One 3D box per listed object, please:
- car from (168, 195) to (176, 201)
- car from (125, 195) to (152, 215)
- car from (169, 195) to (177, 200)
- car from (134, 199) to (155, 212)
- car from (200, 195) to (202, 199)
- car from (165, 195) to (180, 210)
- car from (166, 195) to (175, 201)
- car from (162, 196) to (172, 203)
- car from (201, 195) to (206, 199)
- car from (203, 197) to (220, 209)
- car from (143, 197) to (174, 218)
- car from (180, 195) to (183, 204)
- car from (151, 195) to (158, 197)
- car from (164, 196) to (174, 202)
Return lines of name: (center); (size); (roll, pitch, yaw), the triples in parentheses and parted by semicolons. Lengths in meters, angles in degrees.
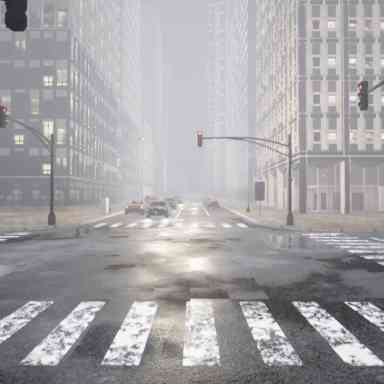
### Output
car: (-5.372, 1.586, 89.565); (2.008, 1.369, 4.403); (1, 0, 0)
car: (-5.559, 1.452, 33.814); (1.967, 1.590, 4.097); (1, 0, 0)
car: (-5.354, 1.604, 95.141); (1.947, 1.339, 4.313); (1, 0, 0)
car: (-5.543, 1.596, 39.389); (1.802, 1.307, 4.206); (1, 0, 0)
car: (2.913, 1.589, 61.731); (1.947, 1.339, 4.313); (1, 0, 0)
car: (-2.944, 1.520, 44.205); (1.837, 1.490, 4.892); (0, 0, 0)
car: (-5.391, 1.577, 83.990); (1.887, 1.381, 4.507); (1, 0, 0)
car: (-5.429, 1.572, 72.840); (1.887, 1.381, 4.507); (1, 0, 0)
car: (2.896, 1.546, 56.324); (1.752, 1.417, 4.829); (1, 0, 0)
car: (2.856, 1.599, 44.998); (1.802, 1.307, 4.206); (1, 0, 0)
car: (-2.996, 1.516, 30.353); (1.837, 1.490, 4.892); (0, 0, 0)
car: (-2.814, 1.374, 62.218); (2.097, 1.767, 4.553); (0, 0, 1)
car: (-5.519, 1.332, 44.965); (2.192, 1.841, 5.009); (1, 0, 0)
car: (-5.410, 1.581, 78.415); (2.008, 1.369, 4.403); (1, 0, 0)
